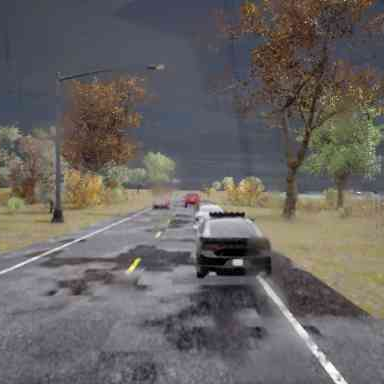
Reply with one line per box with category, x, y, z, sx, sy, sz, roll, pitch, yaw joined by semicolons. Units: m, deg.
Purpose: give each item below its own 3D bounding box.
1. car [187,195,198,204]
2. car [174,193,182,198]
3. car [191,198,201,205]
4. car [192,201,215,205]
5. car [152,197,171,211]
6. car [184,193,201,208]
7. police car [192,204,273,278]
car;0.106;1.367;61.490;1.812;1.442;4.674;0;0;0
car;-3.351;0.924;79.465;1.812;1.442;4.674;0;0;0
car;1.073;1.443;26.075;1.837;1.490;4.892;0;0;0
car;1.059;1.478;20.076;1.812;1.442;4.674;0;0;0
car;-3.539;1.382;39.143;1.882;1.535;5.008;0;0;0
car;0.095;1.102;46.041;2.150;2.045;5.566;0;-1;1
police car;1.049;1.401;10.191;1.930;1.638;5.238;0;0;0
